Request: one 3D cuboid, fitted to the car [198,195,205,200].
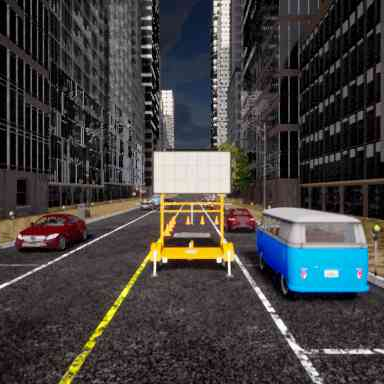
[{"bbox_3d":[2.705,1.462,93.655,1.887,1.381,4.507,0,0,0],"label":"car"}]

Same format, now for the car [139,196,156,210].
[{"bbox_3d":[-5.684,1.548,42.428,2.008,1.369,4.403,0,0,0],"label":"car"}]

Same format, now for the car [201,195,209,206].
[{"bbox_3d":[2.697,1.544,48.116,2.008,1.369,4.403,0,0,0],"label":"car"}]

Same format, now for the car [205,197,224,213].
[{"bbox_3d":[2.695,1.581,36.731,1.802,1.307,4.206,0,0,0],"label":"car"}]

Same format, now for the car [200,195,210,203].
[{"bbox_3d":[2.701,1.401,70.885,1.967,1.590,4.097,0,0,0],"label":"car"}]

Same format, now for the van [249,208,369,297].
[{"bbox_3d":[2.691,1.341,8.269,1.690,1.788,3.998,0,0,0],"label":"van"}]

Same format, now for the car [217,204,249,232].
[{"bbox_3d":[2.693,1.581,19.653,1.802,1.307,4.206,0,0,0],"label":"car"}]

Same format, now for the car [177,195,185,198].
[{"bbox_3d":[-2.988,1.304,90.287,1.812,1.442,4.674,0,0,0],"label":"car"}]

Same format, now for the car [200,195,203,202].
[{"bbox_3d":[2.698,1.538,53.808,2.008,1.369,4.403,0,0,0],"label":"car"}]

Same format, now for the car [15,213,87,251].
[{"bbox_3d":[-5.689,1.581,13.965,1.802,1.307,4.206,0,0,0],"label":"car"}]

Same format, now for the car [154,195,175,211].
[{"bbox_3d":[-3.094,1.502,40.508,1.837,1.490,4.892,0,0,0],"label":"car"}]

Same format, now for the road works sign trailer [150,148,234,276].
[{"bbox_3d":[0.001,0.464,10.288,2.380,3.560,2.880,0,0,0],"label":"road works sign trailer"}]
